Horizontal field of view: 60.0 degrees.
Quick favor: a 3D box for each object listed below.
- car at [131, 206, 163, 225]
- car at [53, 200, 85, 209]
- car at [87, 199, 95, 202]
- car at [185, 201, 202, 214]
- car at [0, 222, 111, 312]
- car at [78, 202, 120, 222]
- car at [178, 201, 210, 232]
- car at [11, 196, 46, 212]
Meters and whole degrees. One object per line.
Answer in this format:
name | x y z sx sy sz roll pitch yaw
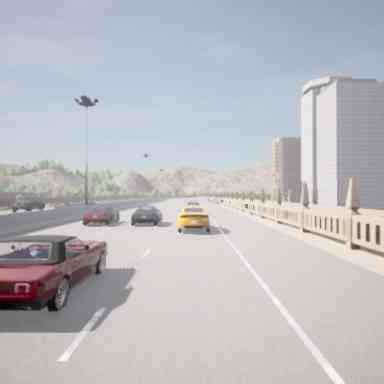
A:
car | -3.367 1.714 25.286 1.994 1.385 4.181 0 0 0
car | -13.996 1.836 37.811 1.895 1.301 4.718 0 0 1
car | -17.423 1.923 55.866 1.812 1.442 4.674 0 -1 0
car | 0.156 1.835 40.954 1.994 1.385 4.181 0 0 0
car | -3.389 1.639 7.748 1.895 1.301 4.718 0 0 0
car | -6.867 1.713 25.545 1.994 1.385 4.181 0 0 0
car | 0.128 1.602 21.292 1.882 1.535 5.008 0 0 0
car | -20.971 1.495 43.016 2.150 2.045 5.566 0 -1 1
